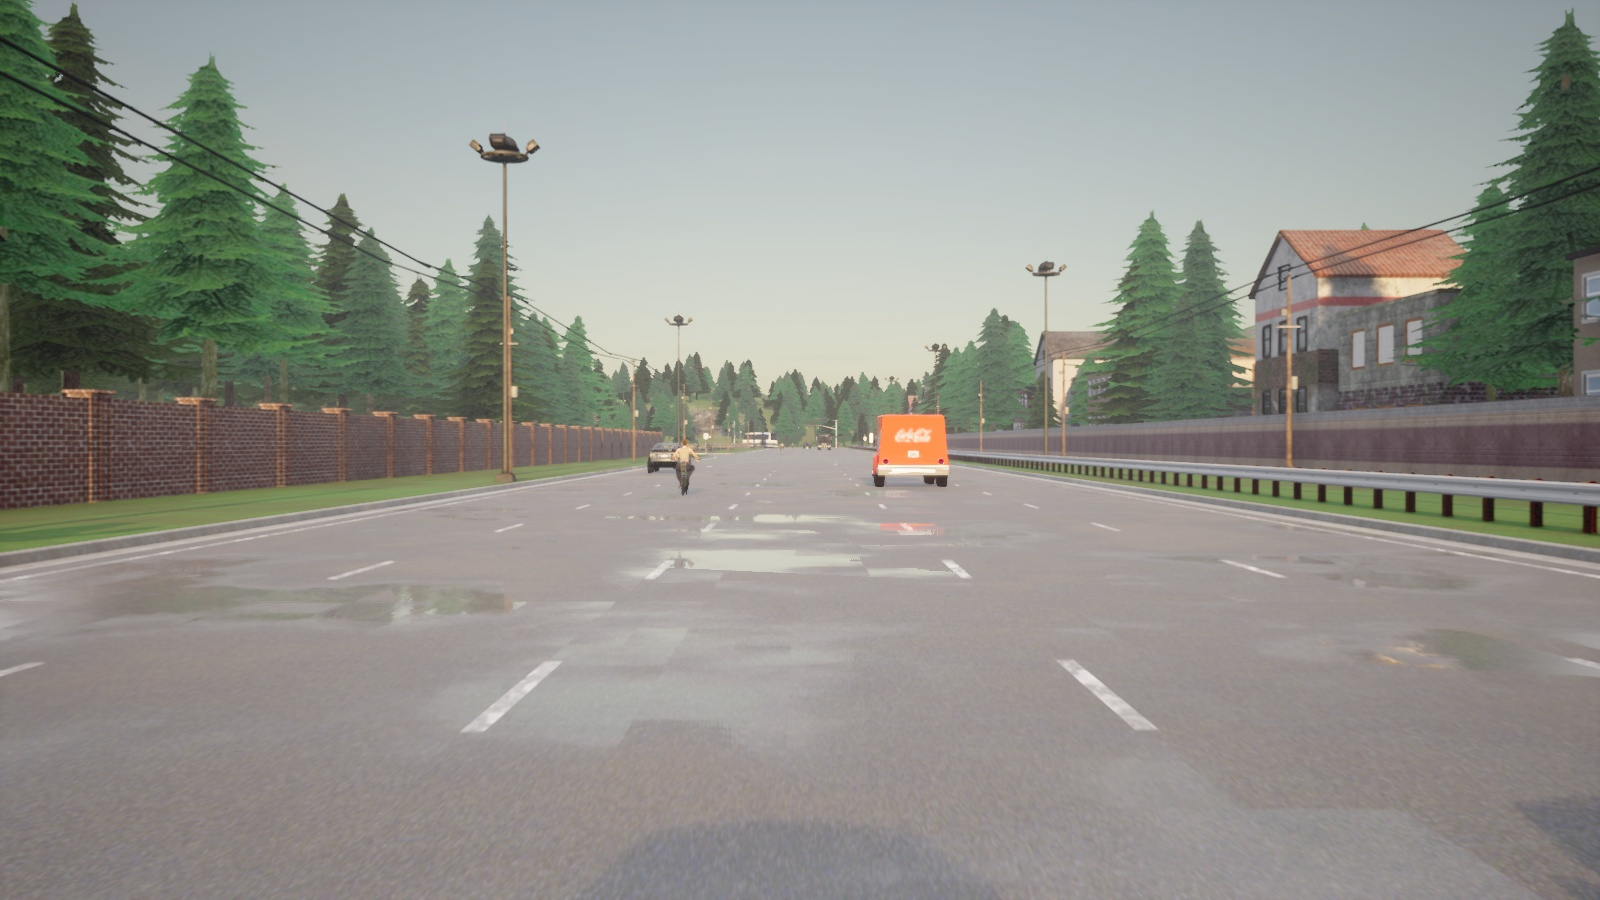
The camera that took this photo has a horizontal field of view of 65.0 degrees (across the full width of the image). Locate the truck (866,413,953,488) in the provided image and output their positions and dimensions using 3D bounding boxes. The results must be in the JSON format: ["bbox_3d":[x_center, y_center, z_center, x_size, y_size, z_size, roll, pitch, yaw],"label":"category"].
[{"bbox_3d":[3.768,0.014,44.076,2.627,2.467,5.204,0,0,0],"label":"truck"}]

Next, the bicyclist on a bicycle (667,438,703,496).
[{"bbox_3d":[-3.285,0.478,35.912,0.866,1.612,1.509,0,0,1],"label":"bicyclist on a bicycle"}]

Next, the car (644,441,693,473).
[{"bbox_3d":[-6.622,0.329,63.604,2.007,1.525,4.514,0,0,0],"label":"car"}]
